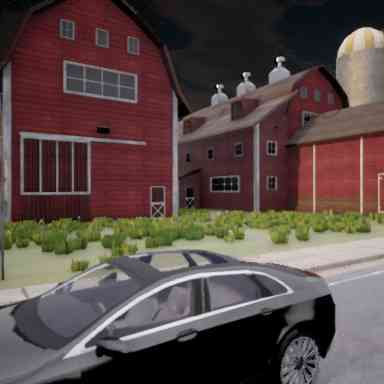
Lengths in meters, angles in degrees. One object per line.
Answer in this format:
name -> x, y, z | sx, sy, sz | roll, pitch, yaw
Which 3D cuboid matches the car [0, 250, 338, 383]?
car -> -0.471, 1.488, 3.674 | 4.902, 1.511, 2.128 | 0, 0, -32
